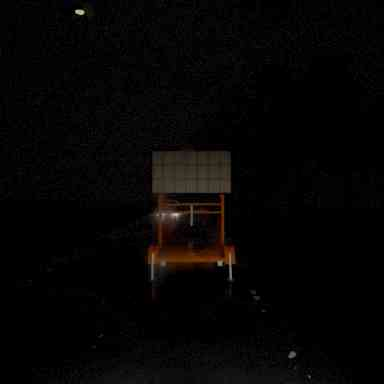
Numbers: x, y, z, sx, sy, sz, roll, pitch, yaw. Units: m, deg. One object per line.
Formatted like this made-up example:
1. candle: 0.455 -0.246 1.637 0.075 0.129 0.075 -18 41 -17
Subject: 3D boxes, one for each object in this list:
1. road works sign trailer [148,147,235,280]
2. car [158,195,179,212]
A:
1. road works sign trailer: -0.009 0.471 9.892 2.380 3.560 2.880 0 0 0
2. car: -2.707 1.319 39.305 2.150 2.045 5.566 0 0 0
